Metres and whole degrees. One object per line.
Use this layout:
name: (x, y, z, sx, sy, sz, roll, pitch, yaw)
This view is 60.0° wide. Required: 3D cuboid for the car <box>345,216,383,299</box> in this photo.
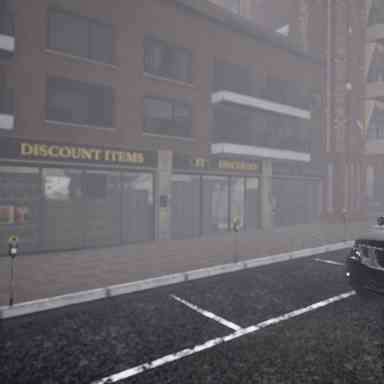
car: (5.565, 1.091, 7.037, 5.566, 2.045, 2.150, -1, 1, -35)
